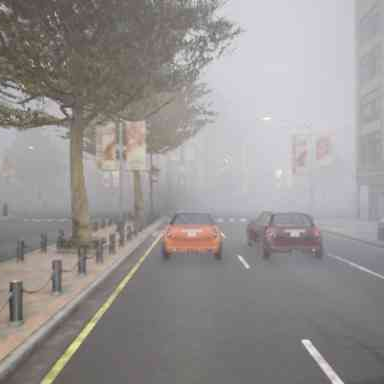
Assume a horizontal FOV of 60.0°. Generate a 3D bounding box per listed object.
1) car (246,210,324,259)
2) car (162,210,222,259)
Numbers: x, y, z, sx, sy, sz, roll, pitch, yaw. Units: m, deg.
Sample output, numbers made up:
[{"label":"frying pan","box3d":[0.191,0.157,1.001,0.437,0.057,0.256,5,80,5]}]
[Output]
[{"label":"car","box3d":[3.516,1.491,13.424,2.097,1.767,4.553,0,-1,0]},{"label":"car","box3d":[0.016,1.491,13.424,2.097,1.767,4.553,0,-1,0]}]
